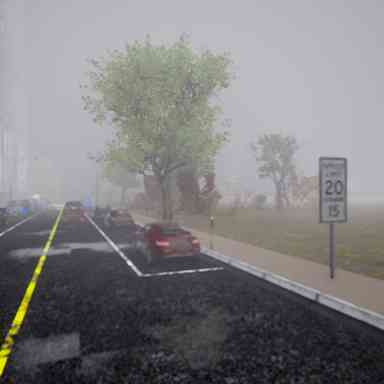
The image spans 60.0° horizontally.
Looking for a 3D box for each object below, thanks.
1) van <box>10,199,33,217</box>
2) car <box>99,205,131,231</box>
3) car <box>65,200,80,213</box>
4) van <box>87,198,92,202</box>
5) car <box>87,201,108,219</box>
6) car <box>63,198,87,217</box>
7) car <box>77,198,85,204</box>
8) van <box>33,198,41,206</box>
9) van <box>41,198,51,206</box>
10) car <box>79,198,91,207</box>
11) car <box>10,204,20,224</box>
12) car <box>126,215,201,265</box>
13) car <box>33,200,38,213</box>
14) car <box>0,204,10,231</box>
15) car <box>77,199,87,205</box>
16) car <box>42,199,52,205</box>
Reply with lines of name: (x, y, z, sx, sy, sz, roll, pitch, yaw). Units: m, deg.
van: (-18.163, 1.719, 34.971, 1.690, 1.788, 3.998, -1, 0, -20)
car: (-4.926, 1.782, 22.315, 1.802, 1.307, 4.206, -1, 0, -20)
car: (-16.542, 1.928, 45.864, 1.882, 1.535, 5.008, 0, 0, -20)
van: (-18.577, 1.902, 58.622, 1.690, 1.788, 3.998, -1, 0, -20)
car: (-8.887, 1.854, 32.666, 2.008, 1.369, 4.403, -1, 0, -20)
car: (-12.903, 1.707, 36.263, 2.097, 1.767, 4.553, 0, 0, -20)
car: (-28.261, 2.256, 84.579, 1.967, 1.590, 4.097, -1, 0, -20)
van: (-22.042, 1.822, 45.365, 1.690, 1.788, 3.998, -1, 0, -20)
van: (-31.739, 2.079, 71.354, 1.690, 1.788, 3.998, -1, 0, -20)
car: (-20.513, 2.052, 63.813, 1.967, 1.590, 4.097, -1, 0, -20)
car: (-14.325, 1.841, 24.559, 1.947, 1.339, 4.313, -1, 0, -20)
car: (-1.017, 1.680, 11.944, 1.802, 1.307, 4.206, -1, 0, -20)
car: (-20.098, 2.011, 40.167, 1.802, 1.307, 4.206, -1, 0, -20)
car: (-12.434, 1.539, 19.347, 2.192, 1.841, 5.009, -1, 0, -20)
car: (-26.322, 2.331, 79.388, 1.947, 1.339, 4.313, -1, 0, -20)
car: (-35.614, 2.384, 81.748, 1.887, 1.381, 4.507, -1, 0, -20)
